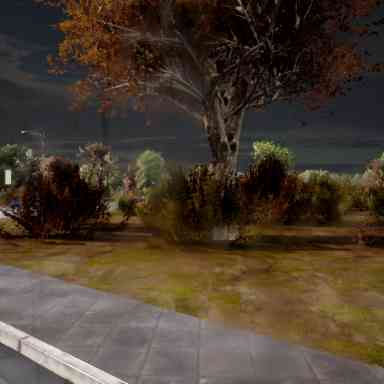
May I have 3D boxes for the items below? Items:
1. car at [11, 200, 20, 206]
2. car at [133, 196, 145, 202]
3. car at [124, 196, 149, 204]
[{"bbox_3d":[-21.435,1.335,43.976,1.882,1.535,5.008,0,1,33],"label":"car"},{"bbox_3d":[-7.917,1.346,58.002,1.882,1.535,5.008,0,0,34],"label":"car"},{"bbox_3d":[-10.117,1.455,60.999,1.895,1.301,4.718,0,0,34],"label":"car"}]
